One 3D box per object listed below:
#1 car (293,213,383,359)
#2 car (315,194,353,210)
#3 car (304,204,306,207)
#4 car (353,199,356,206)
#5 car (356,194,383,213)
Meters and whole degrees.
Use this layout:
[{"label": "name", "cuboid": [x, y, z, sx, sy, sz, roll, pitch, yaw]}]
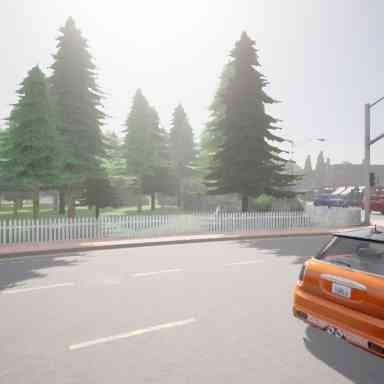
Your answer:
[{"label": "car", "cuboid": [3.939, 1.352, 5.443, 4.553, 1.767, 2.097, 0, 0, -26]}, {"label": "car", "cuboid": [17.999, 1.277, 43.463, 2.150, 2.045, 5.566, 0, 0, -8]}, {"label": "car", "cuboid": [16.654, 1.581, 53.661, 1.812, 1.442, 4.674, 0, 0, -7]}, {"label": "car", "cuboid": [24.144, 1.656, 51.811, 1.895, 1.301, 4.718, 0, 0, -8]}, {"label": "car", "cuboid": [19.364, 1.277, 33.197, 2.150, 2.045, 5.566, 0, 0, -8]}]
